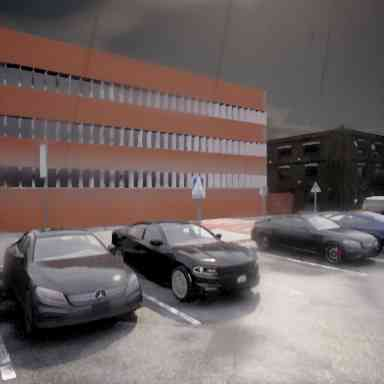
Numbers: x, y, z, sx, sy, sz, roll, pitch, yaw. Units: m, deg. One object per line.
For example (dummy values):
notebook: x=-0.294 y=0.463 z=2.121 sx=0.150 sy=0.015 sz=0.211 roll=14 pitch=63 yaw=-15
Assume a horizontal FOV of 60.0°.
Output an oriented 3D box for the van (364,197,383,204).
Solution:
van: x=11.121 y=1.232 z=16.774 sx=1.878 sy=1.987 sz=4.442 roll=0 pitch=0 yaw=-35

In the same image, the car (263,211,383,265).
car: x=4.150 y=1.510 z=11.948 sx=2.002 sy=1.452 sz=4.674 roll=0 pitch=0 yaw=-36

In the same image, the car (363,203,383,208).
car: x=8.736 y=1.491 z=15.252 sx=2.163 sy=1.488 sz=4.792 roll=0 pitch=0 yaw=-36

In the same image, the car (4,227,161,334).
car: x=-2.752 y=1.516 z=7.025 sx=2.002 sy=1.452 sz=4.674 roll=0 pitch=0 yaw=-35

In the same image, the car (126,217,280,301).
car: x=-0.452 y=1.475 z=8.669 sx=2.097 sy=1.535 sz=5.008 roll=0 pitch=0 yaw=-36

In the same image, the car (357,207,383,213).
car: x=6.454 y=1.506 z=13.585 sx=2.002 sy=1.452 sz=4.674 roll=0 pitch=0 yaw=-35
